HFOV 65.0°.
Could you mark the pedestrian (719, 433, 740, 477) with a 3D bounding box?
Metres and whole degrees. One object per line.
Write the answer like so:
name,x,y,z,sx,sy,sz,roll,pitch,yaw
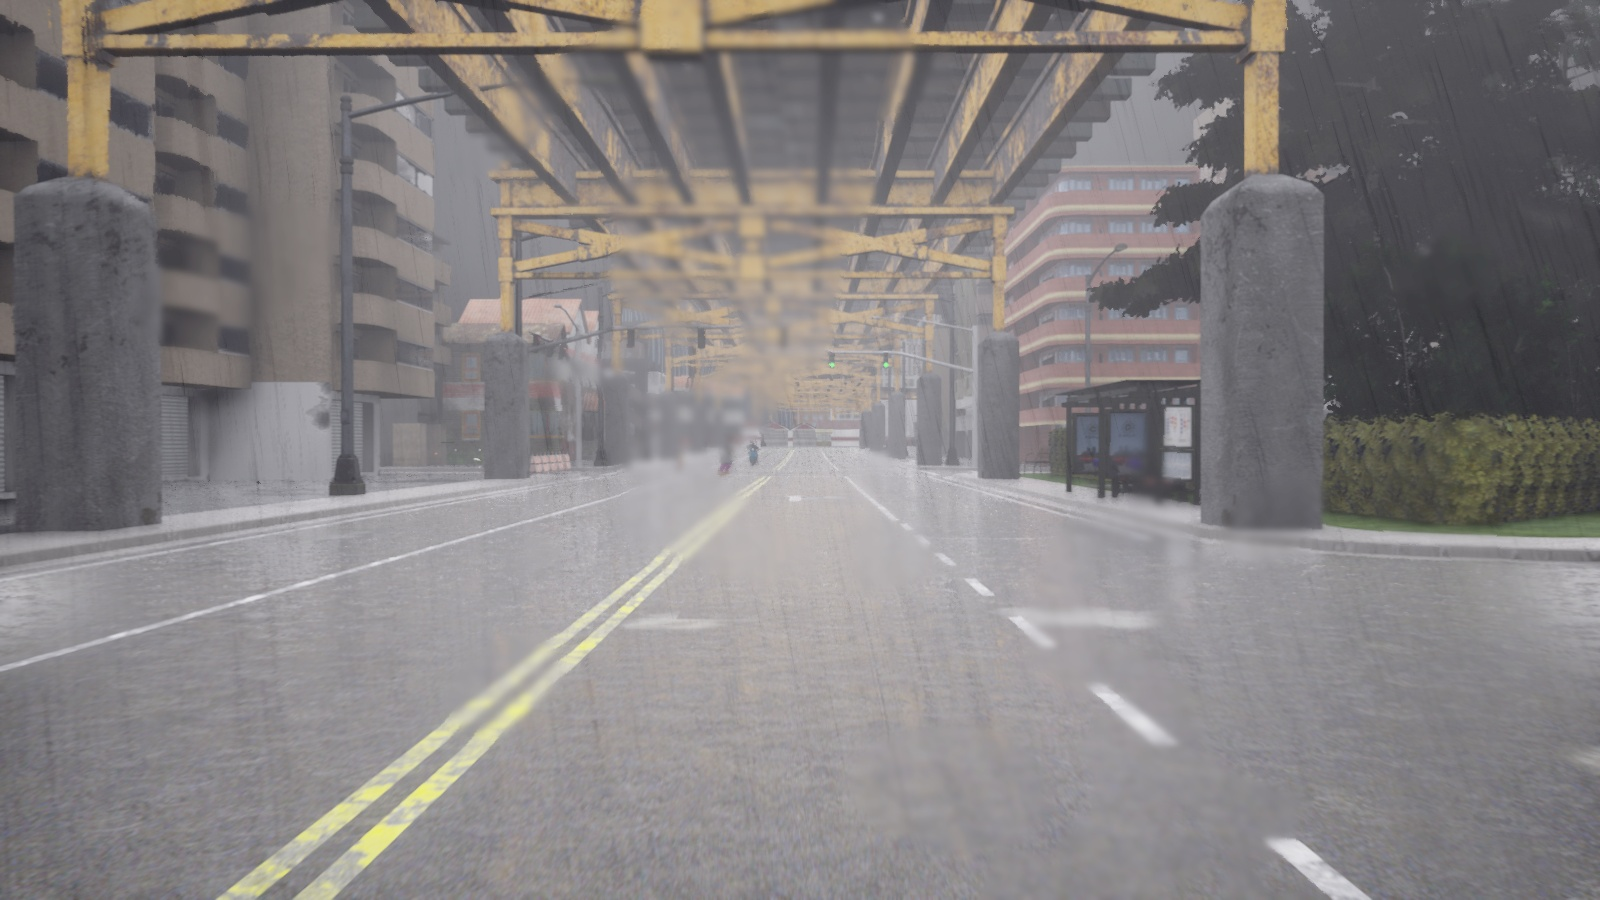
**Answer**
pedestrian,-3.128,0.230,55.554,0.873,1.952,0.659,0,0,0
